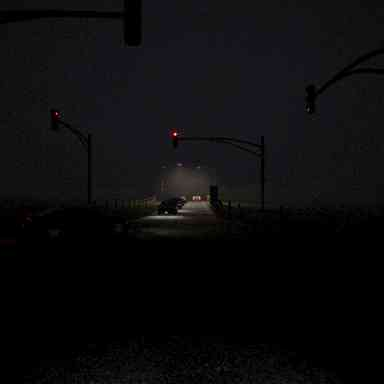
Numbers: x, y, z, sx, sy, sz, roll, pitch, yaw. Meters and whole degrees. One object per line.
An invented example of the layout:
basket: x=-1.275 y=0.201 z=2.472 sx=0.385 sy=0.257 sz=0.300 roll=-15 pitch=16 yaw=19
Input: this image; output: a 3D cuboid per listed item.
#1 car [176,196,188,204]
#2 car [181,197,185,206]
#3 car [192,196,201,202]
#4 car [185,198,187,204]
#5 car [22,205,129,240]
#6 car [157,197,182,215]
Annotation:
car: x=-1.923 y=1.581 z=63.820 sx=1.994 sy=1.385 sz=4.181 roll=0 pitch=0 yaw=2
car: x=-2.265 y=1.514 z=43.968 sx=1.837 sy=1.490 sz=4.892 roll=0 pitch=0 yaw=1
car: x=1.066 y=1.617 z=75.962 sx=1.895 sy=1.301 sz=4.718 roll=0 pitch=0 yaw=1
car: x=-2.122 y=1.560 z=53.815 sx=2.033 sy=1.411 sz=5.357 roll=0 pitch=0 yaw=1
car: x=-5.541 y=1.402 z=16.399 sx=5.008 sy=1.535 sz=1.882 roll=2 pitch=0 yaw=-35
car: x=-2.414 y=1.554 z=34.190 sx=2.033 sy=1.411 sz=5.357 roll=0 pitch=0 yaw=0
